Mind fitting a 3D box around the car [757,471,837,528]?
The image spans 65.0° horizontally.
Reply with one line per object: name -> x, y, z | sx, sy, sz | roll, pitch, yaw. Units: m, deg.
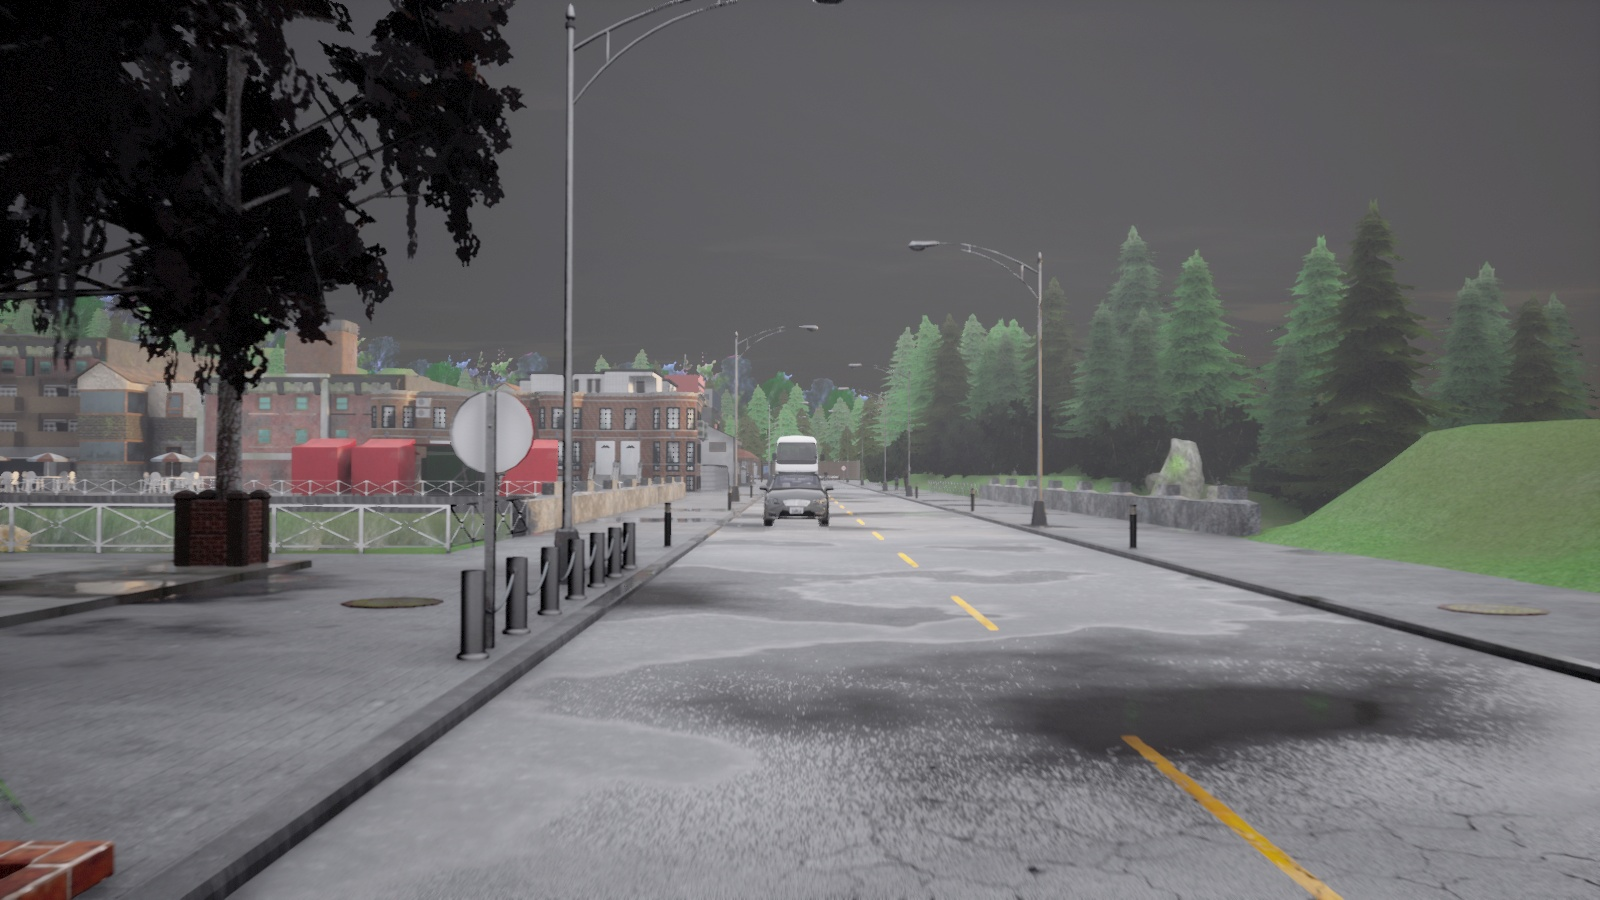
car -> -0.088, 1.377, 36.226 | 2.128, 1.511, 4.902 | 0, -1, 0

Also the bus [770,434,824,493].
bus -> -0.241, 1.065, 97.134 | 3.944, 4.253, 10.273 | 0, -1, 0
